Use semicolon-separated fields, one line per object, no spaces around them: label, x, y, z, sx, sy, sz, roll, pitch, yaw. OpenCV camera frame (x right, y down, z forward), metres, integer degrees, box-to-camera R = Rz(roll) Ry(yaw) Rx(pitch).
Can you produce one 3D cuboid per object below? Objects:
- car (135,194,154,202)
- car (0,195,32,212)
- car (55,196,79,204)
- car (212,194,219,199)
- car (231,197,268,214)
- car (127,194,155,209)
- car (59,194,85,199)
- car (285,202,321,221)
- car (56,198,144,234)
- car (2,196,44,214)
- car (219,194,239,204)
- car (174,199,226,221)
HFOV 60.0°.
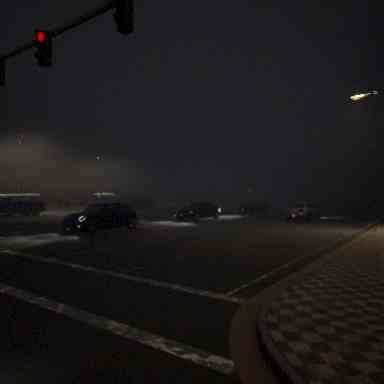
car;-10.557;1.305;74.362;1.905;1.878;3.866;0;0;37
car;-23.317;1.511;43.320;1.784;1.438;3.905;0;0;37
car;-23.269;1.531;62.059;1.784;1.438;3.905;0;0;37
car;5.223;1.255;62.696;1.905;1.878;3.866;0;0;37
car;6.652;1.558;36.221;2.128;1.511;4.902;0;0;36
car;-7.360;1.511;50.283;1.970;1.475;3.806;0;0;37
car;-20.982;1.313;60.282;1.932;1.855;4.605;0;0;37
car;9.247;1.577;27.625;1.812;1.442;4.674;0;0;36
car;-5.424;1.430;19.848;2.097;1.767;4.553;0;0;36
car;-20.992;1.535;41.594;1.970;1.475;3.806;0;0;37
car;7.514;1.244;60.928;1.932;1.855;4.605;0;0;37
car;0.555;1.577;27.963;1.837;1.490;4.892;0;0;36
